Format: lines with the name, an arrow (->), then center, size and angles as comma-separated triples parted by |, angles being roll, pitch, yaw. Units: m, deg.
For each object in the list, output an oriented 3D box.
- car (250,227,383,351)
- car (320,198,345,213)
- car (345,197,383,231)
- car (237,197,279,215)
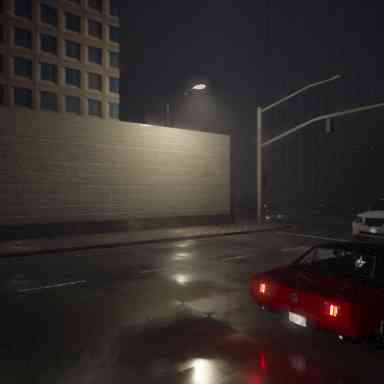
car -> 3.389, 1.601, 6.200 | 4.718, 1.301, 1.895 | 0, 0, -35
car -> 15.941, 1.408, 35.210 | 2.097, 1.767, 4.553 | 0, 0, -42
car -> 9.590, 1.231, 15.090 | 5.566, 2.045, 2.150 | 1, 0, -35
car -> 6.800, 1.407, 34.659 | 2.097, 1.767, 4.553 | 0, 0, -35
